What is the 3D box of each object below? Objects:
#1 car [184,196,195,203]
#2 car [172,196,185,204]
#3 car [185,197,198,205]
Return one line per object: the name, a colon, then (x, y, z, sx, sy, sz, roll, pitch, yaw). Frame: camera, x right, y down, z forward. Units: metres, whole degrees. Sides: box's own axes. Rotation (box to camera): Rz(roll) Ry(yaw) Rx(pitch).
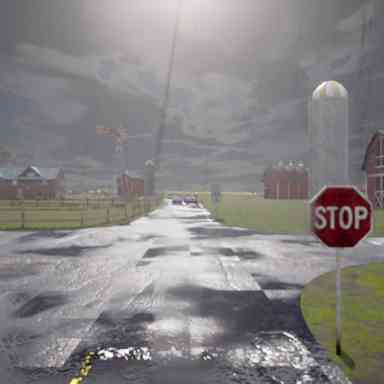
car: (-0.610, 1.663, 71.307, 1.994, 1.385, 4.181, 0, 0, -6)
car: (-2.893, 1.602, 65.298, 1.882, 1.535, 5.008, 0, 0, -2)
car: (0.039, 1.627, 61.176, 1.837, 1.490, 4.892, 0, 0, -2)
